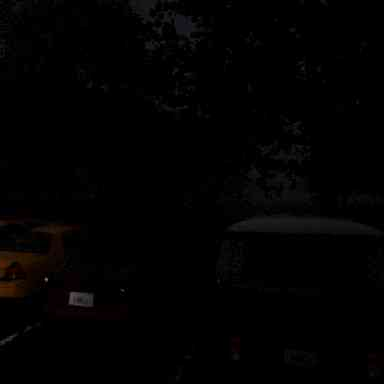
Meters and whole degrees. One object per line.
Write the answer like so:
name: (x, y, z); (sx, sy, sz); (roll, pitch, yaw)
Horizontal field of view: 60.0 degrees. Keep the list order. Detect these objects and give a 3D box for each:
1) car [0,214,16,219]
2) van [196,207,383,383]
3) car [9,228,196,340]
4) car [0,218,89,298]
car: (-5.751, 1.491, 9.973); (1.946, 1.575, 5.366); (1, -1, 15)
van: (1.562, 1.264, 5.097); (1.878, 1.987, 4.442); (0, -1, 16)
car: (-0.869, 1.523, 6.733); (2.163, 1.488, 4.792); (0, -1, 15)
car: (-3.235, 1.494, 8.607); (1.946, 1.575, 5.366); (0, -1, 15)
